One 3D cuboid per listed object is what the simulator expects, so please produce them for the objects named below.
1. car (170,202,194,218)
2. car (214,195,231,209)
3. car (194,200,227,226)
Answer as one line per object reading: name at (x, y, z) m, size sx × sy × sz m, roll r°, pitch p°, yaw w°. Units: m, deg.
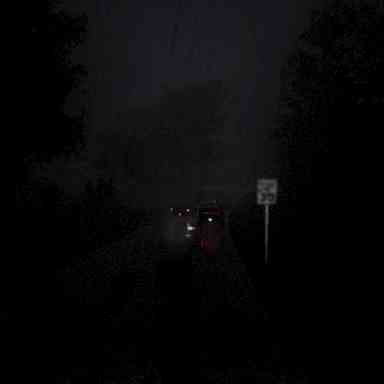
car at (-0.764, 1.603, 31.120) m, size 1.895 × 1.301 × 4.718 m, roll 2°, pitch 1°, yaw 8°
car at (3.871, 1.176, 42.152) m, size 2.097 × 1.767 × 4.553 m, roll 1°, pitch 2°, yaw 10°
car at (1.451, 1.581, 24.444) m, size 1.837 × 1.490 × 4.892 m, roll 0°, pitch 0°, yaw 6°
